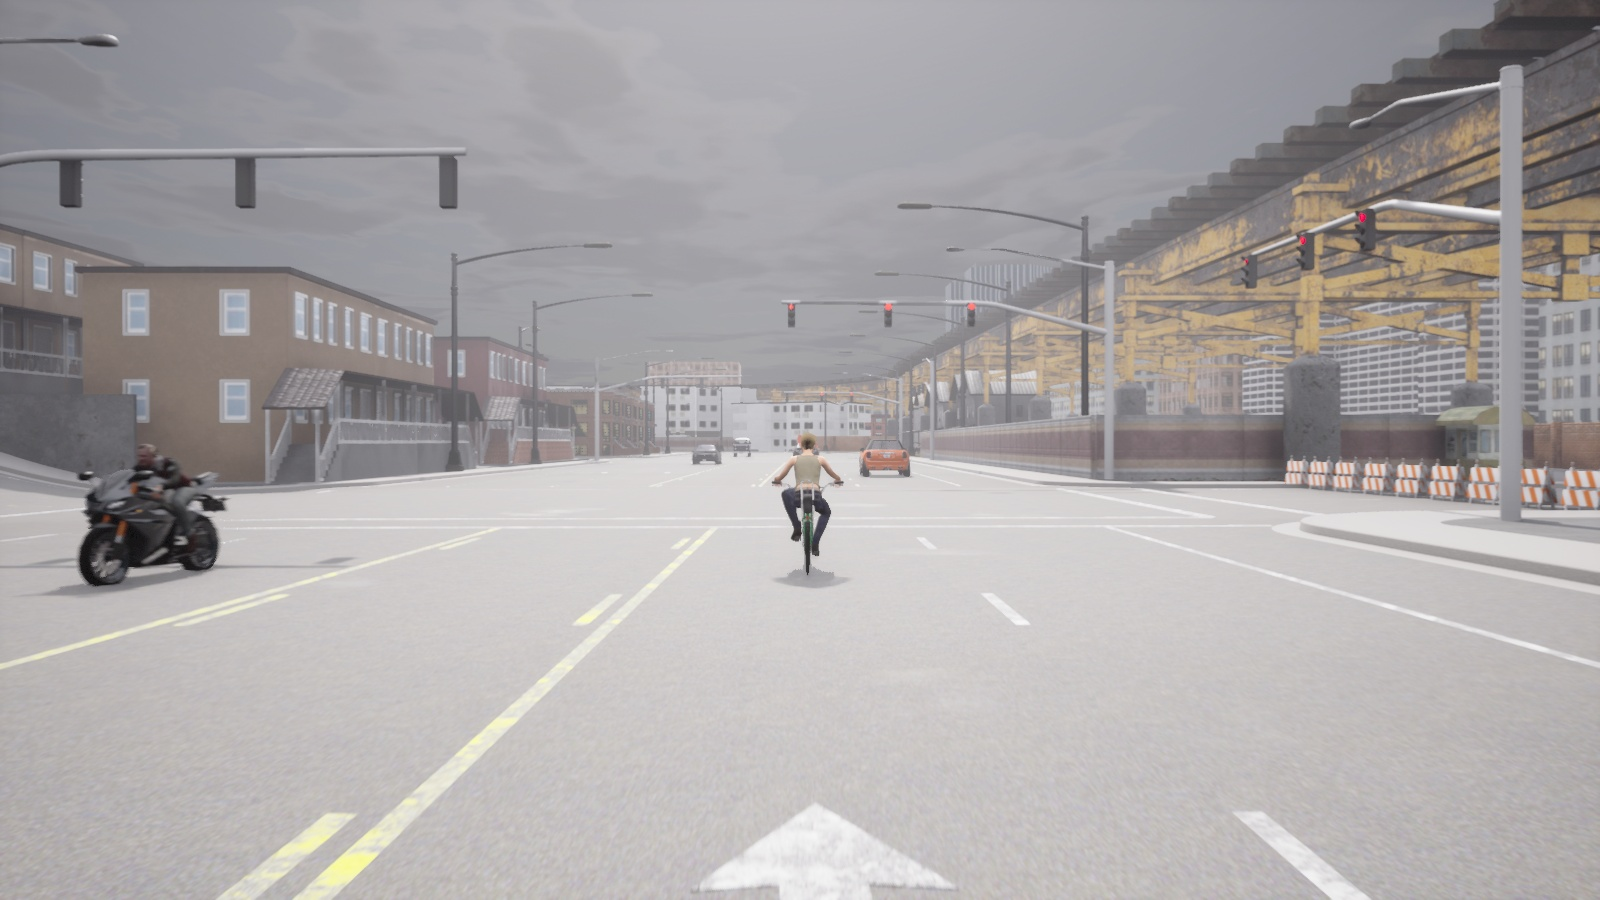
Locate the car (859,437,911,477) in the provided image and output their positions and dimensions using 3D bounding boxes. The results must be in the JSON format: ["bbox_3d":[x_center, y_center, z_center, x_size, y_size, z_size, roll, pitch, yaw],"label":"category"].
[{"bbox_3d":[3.828,0.287,57.301,2.097,1.767,4.553,0,0,0],"label":"car"}]

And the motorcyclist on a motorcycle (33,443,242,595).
[{"bbox_3d":[-7.203,0.698,13.816,0.866,1.530,2.191,-1,0,9],"label":"motorcyclist on a motorcycle"}]

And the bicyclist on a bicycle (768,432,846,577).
[{"bbox_3d":[0.090,0.601,14.689,0.866,1.612,1.509,0,0,1],"label":"bicyclist on a bicycle"}]

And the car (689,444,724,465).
[{"bbox_3d":[-6.506,0.296,87.969,2.033,1.411,5.357,0,0,0],"label":"car"}]
